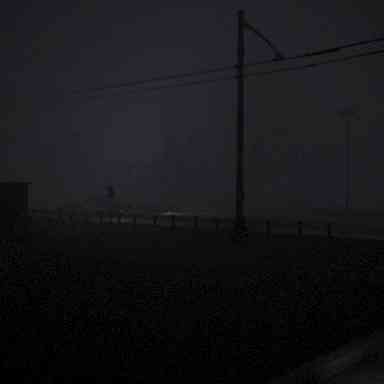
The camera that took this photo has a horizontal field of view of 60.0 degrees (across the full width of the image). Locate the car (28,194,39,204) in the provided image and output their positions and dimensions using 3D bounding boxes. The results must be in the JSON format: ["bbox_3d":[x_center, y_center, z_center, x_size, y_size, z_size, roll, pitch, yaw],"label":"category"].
[{"bbox_3d":[-26.151,1.325,54.616,5.566,2.045,2.150,0,0,29],"label":"car"}]

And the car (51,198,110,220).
[{"bbox_3d":[-9.824,1.566,29.456,5.008,1.535,1.882,0,0,29],"label":"car"}]

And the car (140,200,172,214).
[{"bbox_3d":[-4.898,1.745,38.730,4.181,1.385,1.994,0,0,29],"label":"car"}]

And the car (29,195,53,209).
[{"bbox_3d":[-20.469,1.584,47.414,5.008,1.535,1.882,0,0,29],"label":"car"}]

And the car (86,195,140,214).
[{"bbox_3d":[-8.200,1.341,32.559,5.566,2.045,2.150,0,0,29],"label":"car"}]

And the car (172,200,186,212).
[{"bbox_3d":[-3.094,1.705,41.732,4.902,1.511,2.128,0,0,29],"label":"car"}]

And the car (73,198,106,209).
[{"bbox_3d":[-14.945,1.682,48.339,4.674,1.442,1.812,0,0,29],"label":"car"}]
